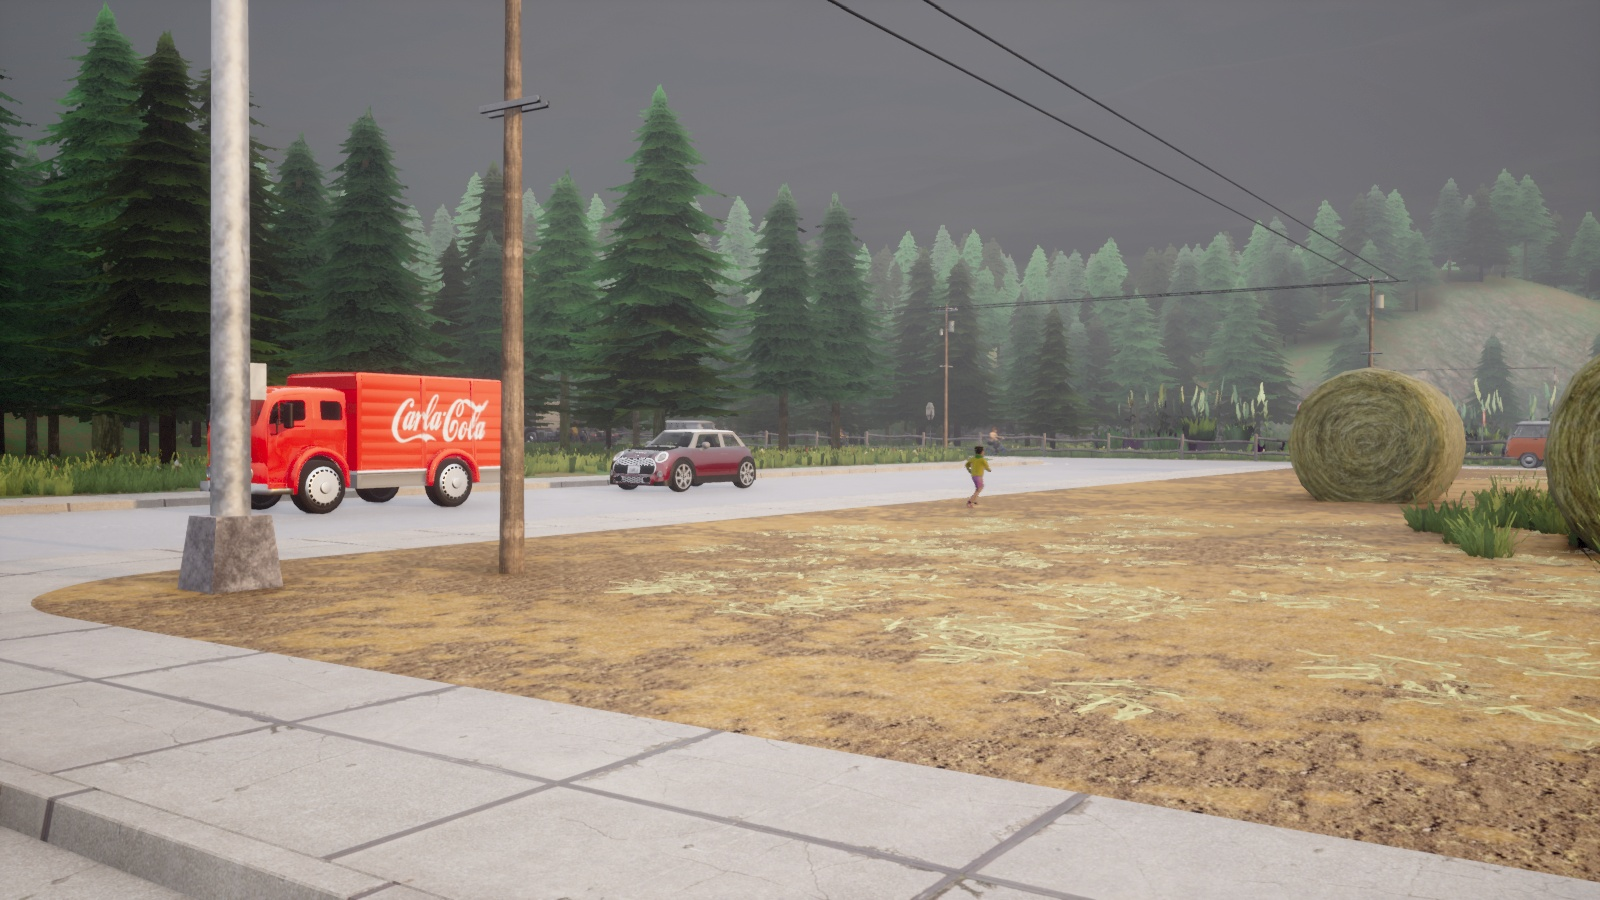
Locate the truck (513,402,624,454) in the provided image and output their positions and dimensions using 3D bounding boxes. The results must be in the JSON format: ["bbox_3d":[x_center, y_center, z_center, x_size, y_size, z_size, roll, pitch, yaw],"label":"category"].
[{"bbox_3d":[-16.097,-1.525,87.022,7.936,3.462,2.891,0,1,36],"label":"truck"}]

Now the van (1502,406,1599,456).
[{"bbox_3d":[31.442,-0.776,51.510,4.442,1.987,1.775,0,1,37],"label":"van"}]

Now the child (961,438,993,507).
[{"bbox_3d":[3.039,0.377,21.557,0.473,1.160,0.299,-1,1,-38],"label":"child"}]

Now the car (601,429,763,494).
[{"bbox_3d":[-2.831,0.238,30.845,1.970,1.475,3.806,0,1,35],"label":"car"}]

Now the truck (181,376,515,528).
[{"bbox_3d":[-8.144,-0.019,23.156,2.627,2.467,5.204,0,1,35],"label":"truck"}]

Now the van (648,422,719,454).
[{"bbox_3d":[-7.526,-0.789,80.859,4.442,1.987,1.775,0,1,36],"label":"van"}]
